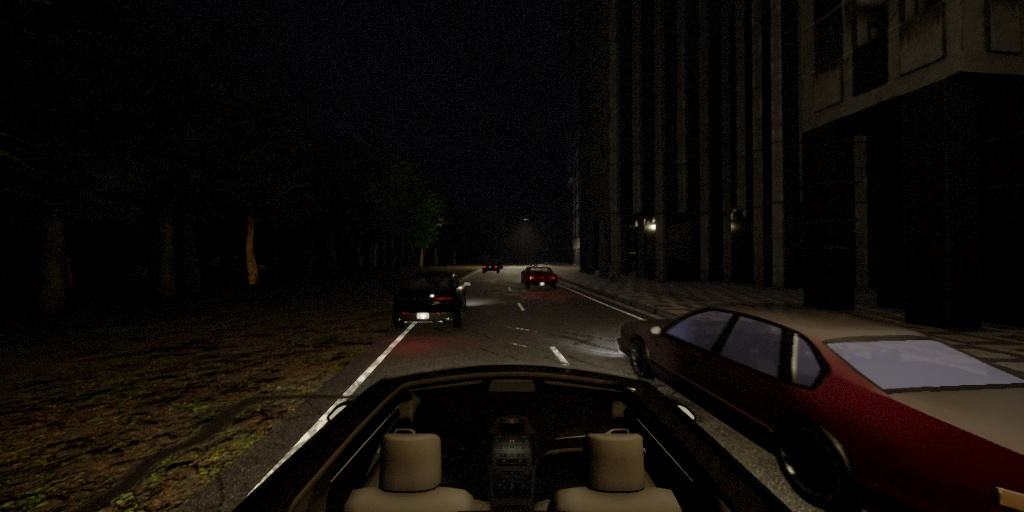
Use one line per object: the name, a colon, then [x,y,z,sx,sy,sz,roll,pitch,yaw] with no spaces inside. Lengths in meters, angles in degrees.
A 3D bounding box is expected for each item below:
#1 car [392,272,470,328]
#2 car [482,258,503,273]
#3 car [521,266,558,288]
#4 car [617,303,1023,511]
car: [-2.429,1.249,11.380,1.837,1.490,4.892,0,0,-5]
car: [-2.310,1.194,40.478,2.033,1.411,5.357,0,0,0]
car: [1.644,1.316,23.248,1.895,1.301,4.718,0,0,-3]
car: [3.121,1.296,4.305,2.033,1.411,5.357,0,0,-6]
